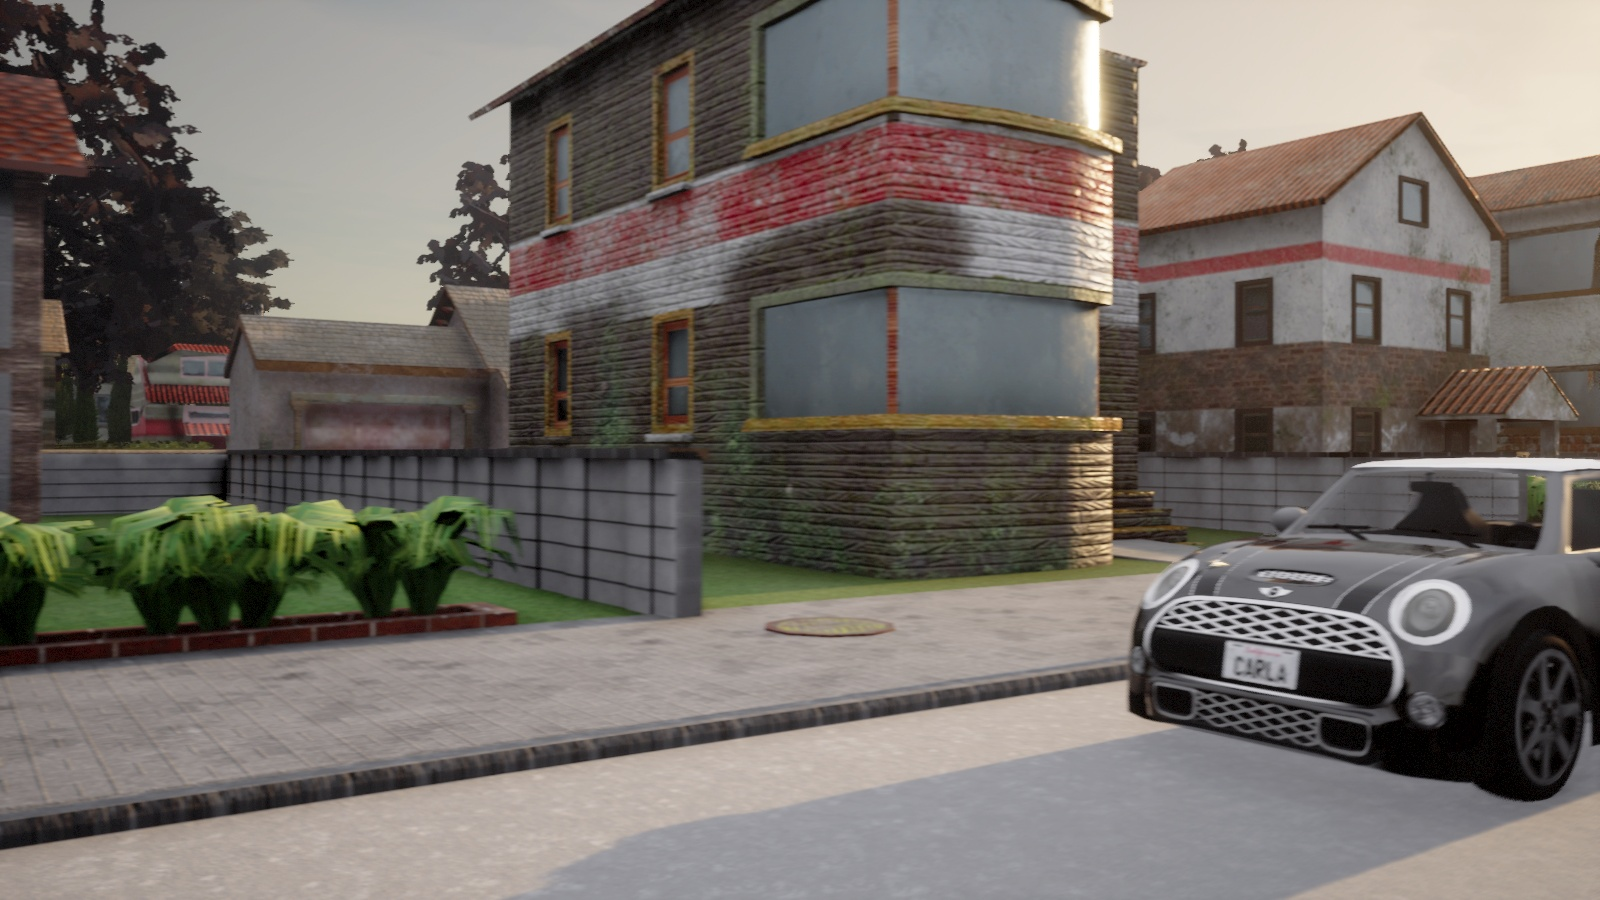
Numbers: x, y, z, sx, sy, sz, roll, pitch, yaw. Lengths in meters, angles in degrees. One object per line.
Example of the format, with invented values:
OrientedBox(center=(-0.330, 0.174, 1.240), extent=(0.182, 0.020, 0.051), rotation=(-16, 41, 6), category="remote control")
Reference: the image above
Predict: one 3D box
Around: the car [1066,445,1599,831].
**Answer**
OrientedBox(center=(3.483, 0.719, 6.692), extent=(3.806, 1.475, 1.970), rotation=(0, 0, -35), category="car")
